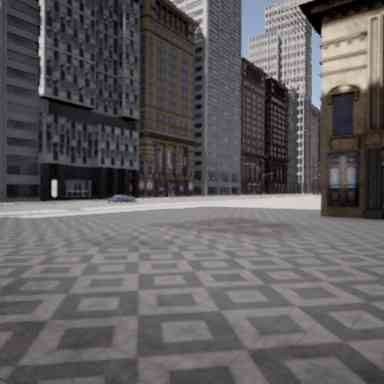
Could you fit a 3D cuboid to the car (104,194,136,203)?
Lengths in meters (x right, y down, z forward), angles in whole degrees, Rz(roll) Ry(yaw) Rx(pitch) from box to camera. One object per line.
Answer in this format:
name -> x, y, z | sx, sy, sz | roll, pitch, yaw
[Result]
car -> -11.525, 1.065, 53.488 | 2.033, 1.411, 5.357 | 1, 1, 36
